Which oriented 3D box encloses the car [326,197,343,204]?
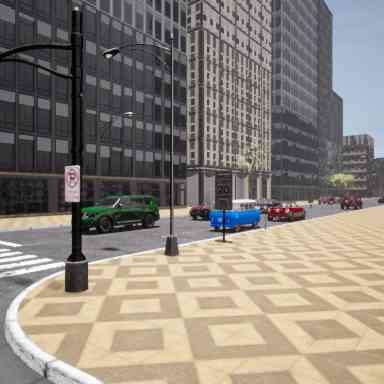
[{"bbox_3d":[28.711,1.624,66.849,2.008,1.369,4.403,0,0,38],"label":"car"}]

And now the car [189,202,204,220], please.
[{"bbox_3d":[1.837,1.624,28.086,1.895,1.301,4.718,0,0,38],"label":"car"}]

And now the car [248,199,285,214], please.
[{"bbox_3d":[8.224,1.523,36.322,2.128,1.511,4.902,0,0,38],"label":"car"}]

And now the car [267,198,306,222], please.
[{"bbox_3d":[7.703,1.472,26.825,1.967,1.590,4.097,0,0,38],"label":"car"}]

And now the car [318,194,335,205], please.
[{"bbox_3d":[25.306,1.380,62.450,2.192,1.841,5.009,0,0,38],"label":"car"}]

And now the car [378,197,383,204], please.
[{"bbox_3d":[38.347,1.658,66.425,1.947,1.339,4.313,0,0,38],"label":"car"}]

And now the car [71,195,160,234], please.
[{"bbox_3d":[-4.380,1.238,20.019,2.150,2.045,5.566,0,0,39],"label":"car"}]

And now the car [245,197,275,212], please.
[{"bbox_3d":[8.281,1.471,40.449,1.967,1.590,4.097,0,0,38],"label":"car"}]

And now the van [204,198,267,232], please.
[{"bbox_3d":[2.723,1.368,20.209,1.690,1.788,3.998,0,0,38],"label":"van"}]

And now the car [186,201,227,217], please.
[{"bbox_3d":[1.471,1.604,31.648,1.802,1.307,4.206,0,0,38],"label":"car"}]

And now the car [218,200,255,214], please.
[{"bbox_3d":[4.876,1.571,36.049,1.887,1.381,4.507,0,0,38],"label":"car"}]

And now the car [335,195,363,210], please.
[{"bbox_3d":[21.323,1.368,44.426,2.192,1.841,5.009,0,0,38],"label":"car"}]

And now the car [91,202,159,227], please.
[{"bbox_3d":[-4.657,1.540,23.941,1.752,1.417,4.829,0,0,38],"label":"car"}]
